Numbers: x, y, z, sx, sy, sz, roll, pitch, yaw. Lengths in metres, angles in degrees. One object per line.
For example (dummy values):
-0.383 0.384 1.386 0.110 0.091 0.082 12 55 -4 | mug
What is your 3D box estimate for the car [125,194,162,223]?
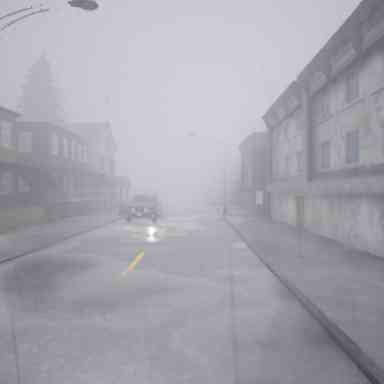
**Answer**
-3.569 1.187 25.613 2.150 2.045 5.566 0 0 1 | car
